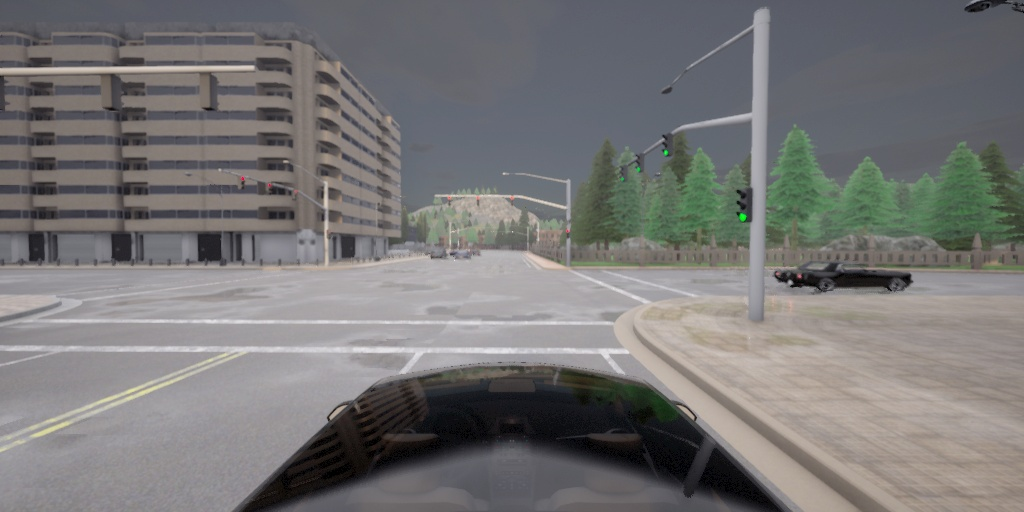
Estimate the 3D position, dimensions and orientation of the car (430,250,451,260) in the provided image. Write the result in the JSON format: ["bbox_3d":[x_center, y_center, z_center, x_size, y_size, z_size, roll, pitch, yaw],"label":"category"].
[{"bbox_3d":[-10.586,-0.184,52.149,1.837,1.490,4.892,0,1,0],"label":"car"}]

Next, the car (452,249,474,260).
[{"bbox_3d":[-7.086,-0.159,51.915,1.812,1.442,4.674,0,1,0],"label":"car"}]

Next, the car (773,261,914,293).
[{"bbox_3d":[14.602,0.890,15.916,4.718,1.301,1.895,0,2,1],"label":"car"}]
